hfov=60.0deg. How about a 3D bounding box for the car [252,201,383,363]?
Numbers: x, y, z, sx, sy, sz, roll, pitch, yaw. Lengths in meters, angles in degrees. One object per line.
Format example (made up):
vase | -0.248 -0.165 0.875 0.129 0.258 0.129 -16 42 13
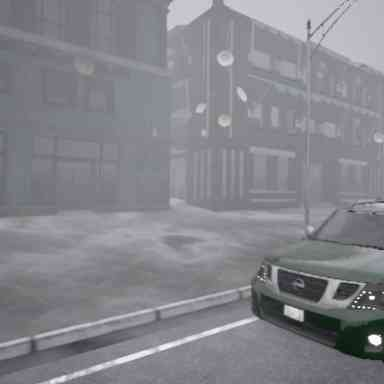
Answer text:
car | 3.570 1.218 5.925 5.566 2.045 2.150 0 0 -36
